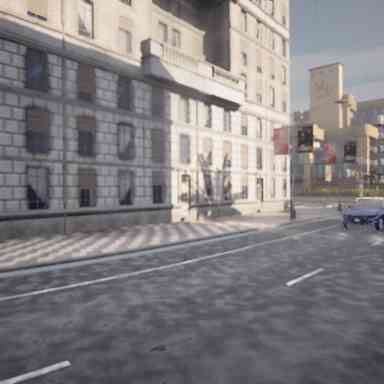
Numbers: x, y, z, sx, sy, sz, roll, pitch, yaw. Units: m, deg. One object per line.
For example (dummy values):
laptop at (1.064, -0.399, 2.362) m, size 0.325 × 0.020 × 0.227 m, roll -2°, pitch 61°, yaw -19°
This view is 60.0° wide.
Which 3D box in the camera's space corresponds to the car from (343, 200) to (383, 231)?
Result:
car at (10.413, 1.206, 19.425) m, size 1.882 × 1.535 × 5.008 m, roll 0°, pitch 0°, yaw 42°
